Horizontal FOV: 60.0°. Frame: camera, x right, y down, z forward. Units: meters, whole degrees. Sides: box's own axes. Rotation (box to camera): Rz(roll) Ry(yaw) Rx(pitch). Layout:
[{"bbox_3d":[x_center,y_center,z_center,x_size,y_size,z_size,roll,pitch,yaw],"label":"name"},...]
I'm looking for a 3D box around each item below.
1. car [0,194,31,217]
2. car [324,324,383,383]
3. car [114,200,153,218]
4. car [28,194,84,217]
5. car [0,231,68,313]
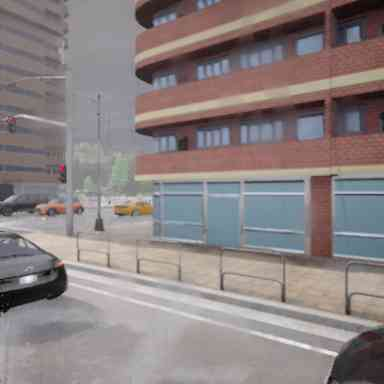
[{"bbox_3d":[-16.699,1.238,32.601,2.150,2.045,5.566,0,0,35],"label":"car"},{"bbox_3d":[3.269,1.491,1.661,4.902,1.511,2.128,0,0,35],"label":"car"},{"bbox_3d":[-4.876,1.488,30.711,1.882,1.535,5.008,0,0,36],"label":"car"},{"bbox_3d":[-12.774,1.366,32.038,2.097,1.767,4.553,0,0,36],"label":"car"},{"bbox_3d":[-4.601,1.568,7.277,4.181,1.385,1.994,0,0,36],"label":"car"}]
